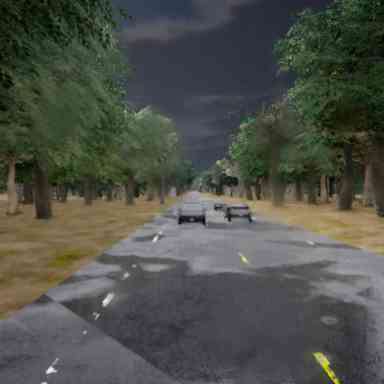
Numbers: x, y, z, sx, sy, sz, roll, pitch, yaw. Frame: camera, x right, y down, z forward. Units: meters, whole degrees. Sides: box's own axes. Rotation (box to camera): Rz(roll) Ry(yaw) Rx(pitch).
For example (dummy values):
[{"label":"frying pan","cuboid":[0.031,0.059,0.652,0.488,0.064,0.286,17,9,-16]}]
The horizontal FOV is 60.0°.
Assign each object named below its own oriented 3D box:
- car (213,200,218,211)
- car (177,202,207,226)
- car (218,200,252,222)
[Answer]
[{"label":"car","cuboid":[3.543,1.581,40.159,1.895,1.301,4.718,0,0,1]},{"label":"car","cuboid":[0.006,1.473,23.444,1.882,1.535,5.008,0,0,0]},{"label":"car","cuboid":[3.570,1.492,26.594,2.128,1.511,4.902,0,0,0]}]
